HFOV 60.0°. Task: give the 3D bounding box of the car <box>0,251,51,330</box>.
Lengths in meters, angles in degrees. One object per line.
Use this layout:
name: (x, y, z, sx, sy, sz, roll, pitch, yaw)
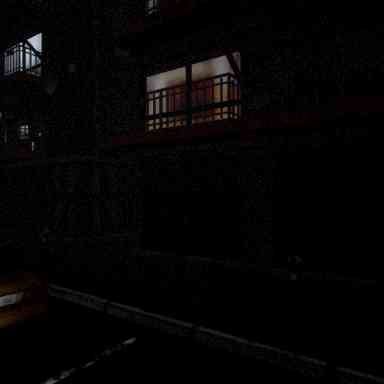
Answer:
car: (-4.542, 1.524, 6.118, 4.829, 1.417, 1.752, 0, 0, 35)
